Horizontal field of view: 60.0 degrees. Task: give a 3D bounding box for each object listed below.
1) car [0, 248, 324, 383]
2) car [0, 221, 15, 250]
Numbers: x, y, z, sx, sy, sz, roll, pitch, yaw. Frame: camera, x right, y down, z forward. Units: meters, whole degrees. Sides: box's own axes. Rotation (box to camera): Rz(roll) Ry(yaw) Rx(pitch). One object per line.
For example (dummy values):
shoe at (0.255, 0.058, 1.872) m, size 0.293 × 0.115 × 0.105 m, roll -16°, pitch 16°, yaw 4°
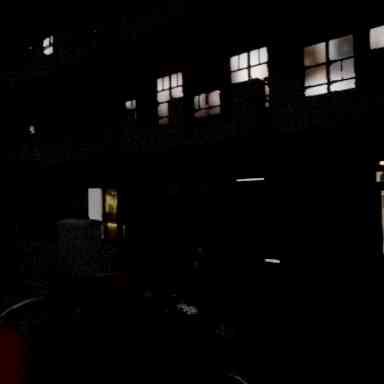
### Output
car at (-0.988, 1.571, 3.597) m, size 4.507 × 1.381 × 1.887 m, roll -1°, pitch -1°, yaw 36°
car at (-5.499, 1.393, 6.818) m, size 5.009 × 1.841 × 2.192 m, roll -1°, pitch -1°, yaw 36°
